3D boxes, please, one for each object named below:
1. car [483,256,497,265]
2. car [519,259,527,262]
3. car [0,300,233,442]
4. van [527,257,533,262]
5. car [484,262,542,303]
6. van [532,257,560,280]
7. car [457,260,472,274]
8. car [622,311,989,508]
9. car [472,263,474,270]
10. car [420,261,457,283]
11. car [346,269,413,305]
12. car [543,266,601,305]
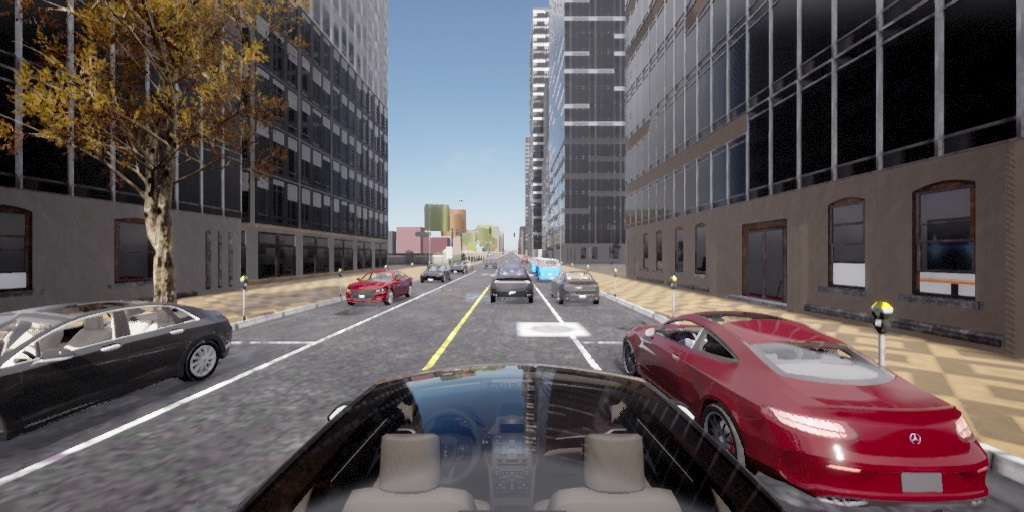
[{"bbox_3d":[-3.000,1.163,51.497,1.837,1.490,4.892,0,0,0],"label":"car"},{"bbox_3d":[0.000,1.256,31.497,2.033,1.411,5.357,0,0,0],"label":"car"},{"bbox_3d":[-5.690,1.297,4.428,2.007,1.370,4.403,0,0,0],"label":"car"},{"bbox_3d":[2.772,1.000,38.633,1.690,1.789,3.998,0,0,0],"label":"van"},{"bbox_3d":[0.000,1.234,16.499,2.128,1.511,4.902,0,0,0],"label":"car"},{"bbox_3d":[2.691,1.049,27.236,1.690,1.789,3.998,0,0,0],"label":"van"},{"bbox_3d":[-5.771,1.225,38.632,1.948,1.339,4.313,0,0,0],"label":"car"},{"bbox_3d":[2.690,1.329,4.427,1.802,1.307,4.207,0,0,0],"label":"car"},{"bbox_3d":[-5.819,1.151,45.866,1.751,1.417,4.829,0,0,0],"label":"car"},{"bbox_3d":[-5.690,1.274,27.235,1.948,1.339,4.313,0,0,0],"label":"car"},{"bbox_3d":[-5.690,1.284,15.829,1.888,1.381,4.507,0,0,0],"label":"car"},{"bbox_3d":[2.690,1.289,15.829,2.007,1.370,4.403,0,0,0],"label":"car"}]
